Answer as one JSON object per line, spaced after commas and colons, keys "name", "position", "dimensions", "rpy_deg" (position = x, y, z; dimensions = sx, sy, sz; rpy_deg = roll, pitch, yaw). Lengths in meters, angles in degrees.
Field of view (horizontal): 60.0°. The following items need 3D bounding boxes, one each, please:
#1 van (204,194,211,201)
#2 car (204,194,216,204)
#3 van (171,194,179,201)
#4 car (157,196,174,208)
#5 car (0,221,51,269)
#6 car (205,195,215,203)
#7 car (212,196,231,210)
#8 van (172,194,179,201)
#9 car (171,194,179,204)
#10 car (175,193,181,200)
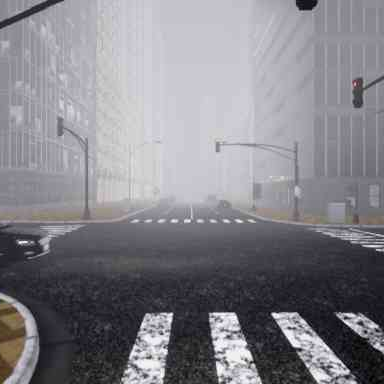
{"name": "van", "position": [3.735, 1.314, 80.864], "dimensions": [1.690, 1.788, 3.998], "rpy_deg": [0, 0, 0]}
{"name": "car", "position": [3.801, 1.307, 64.280], "dimensions": [2.192, 1.841, 5.009], "rpy_deg": [0, 0, 0]}
{"name": "van", "position": [-4.145, 1.314, 80.833], "dimensions": [1.690, 1.788, 3.998], "rpy_deg": [0, 0, 0]}
{"name": "car", "position": [-4.014, 1.588, 47.667], "dimensions": [1.802, 1.307, 4.206], "rpy_deg": [0, 0, 0]}
{"name": "car", "position": [-6.916, 1.394, 10.102], "dimensions": [4.902, 1.511, 2.128], "rpy_deg": [1, 0, -3]}
{"name": "car", "position": [3.779, 1.426, 69.809], "dimensions": [1.967, 1.590, 4.097], "rpy_deg": [0, 0, 0]}
{"name": "car", "position": [3.937, 1.575, 42.172], "dimensions": [1.947, 1.339, 4.313], "rpy_deg": [0, 0, 0]}
{"name": "van", "position": [-4.166, 1.308, 86.360], "dimensions": [1.690, 1.788, 3.998], "rpy_deg": [0, 0, 0]}
{"name": "car", "position": [-4.079, 1.558, 64.250], "dimensions": [1.947, 1.339, 4.313], "rpy_deg": [0, 0, 0]}
{"name": "car", "position": [-4.123, 1.420, 75.305], "dimensions": [1.967, 1.590, 4.097], "rpy_deg": [0, 0, 0]}
